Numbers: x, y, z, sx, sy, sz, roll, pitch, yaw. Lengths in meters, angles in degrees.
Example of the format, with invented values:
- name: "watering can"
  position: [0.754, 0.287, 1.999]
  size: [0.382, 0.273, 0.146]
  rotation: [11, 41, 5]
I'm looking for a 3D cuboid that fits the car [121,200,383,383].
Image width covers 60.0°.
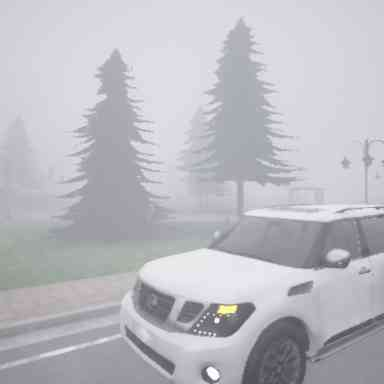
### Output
- name: "car"
  position: [1.737, 1.240, 5.242]
  size: [5.566, 2.045, 2.150]
  rotation: [0, 0, -35]

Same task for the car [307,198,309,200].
- name: "car"
  position: [21.629, 1.575, 68.434]
  size: [2.152, 1.636, 5.027]
  rotation: [0, 0, -36]

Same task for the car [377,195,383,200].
- name: "car"
  position: [32.358, 1.627, 53.159]
  size: [1.970, 1.475, 3.806]
  rotation: [0, 0, -36]

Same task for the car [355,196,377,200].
- name: "car"
  position: [35.729, 1.611, 69.074]
  size: [1.845, 1.501, 3.633]
  rotation: [0, 0, -36]

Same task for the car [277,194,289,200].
- name: "car"
  position: [19.107, 1.572, 66.568]
  size: [2.007, 1.523, 4.514]
  rotation: [0, 0, -36]
